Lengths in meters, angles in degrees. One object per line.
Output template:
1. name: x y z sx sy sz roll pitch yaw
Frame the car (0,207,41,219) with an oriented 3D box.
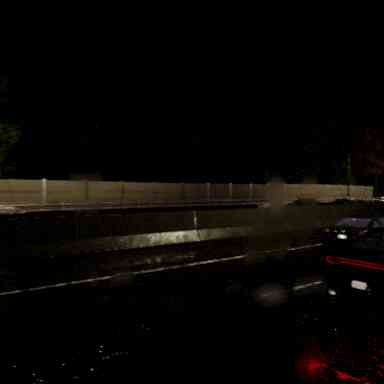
1. car: -12.277 1.599 21.029 4.718 1.301 1.895 0 0 -36

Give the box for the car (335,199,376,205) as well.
1. car: 17.077 1.563 33.360 5.357 1.411 2.033 0 0 -35

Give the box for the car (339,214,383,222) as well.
1. car: 6.995 1.566 13.035 4.181 1.385 1.994 0 0 -35

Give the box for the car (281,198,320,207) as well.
1. car: 13.077 1.520 39.100 4.892 1.490 1.837 0 0 -35

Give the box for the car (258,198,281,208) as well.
1. car: 10.321 1.539 41.427 4.674 1.442 1.812 0 0 -36

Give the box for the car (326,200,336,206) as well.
1. car: 17.063 1.522 37.643 4.892 1.490 1.837 0 0 -35

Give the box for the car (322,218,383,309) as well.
1. car: 4.943 1.478 7.269 5.008 1.535 1.882 0 0 -36
